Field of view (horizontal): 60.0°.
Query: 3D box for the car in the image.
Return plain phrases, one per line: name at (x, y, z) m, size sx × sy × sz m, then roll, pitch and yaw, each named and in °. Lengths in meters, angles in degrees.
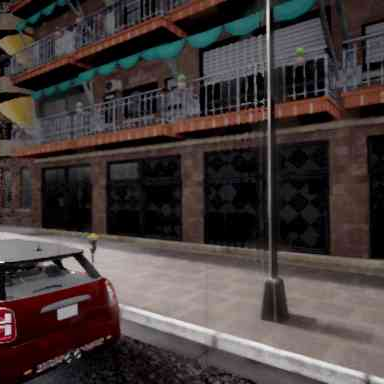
car at (-3.048, 1.442, 5.060) m, size 4.097 × 1.590 × 1.967 m, roll 0°, pitch -1°, yaw 36°
